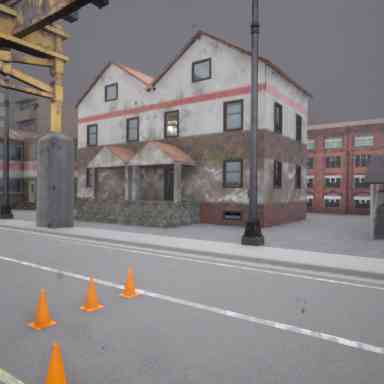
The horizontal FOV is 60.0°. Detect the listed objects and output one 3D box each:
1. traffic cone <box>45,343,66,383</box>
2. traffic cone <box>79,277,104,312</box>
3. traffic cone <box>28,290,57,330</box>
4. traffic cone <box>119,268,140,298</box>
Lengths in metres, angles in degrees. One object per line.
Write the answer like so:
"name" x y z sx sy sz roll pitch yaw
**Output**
"traffic cone" -1.492 1.952 3.636 0.340 0.580 0.340 0 0 36
"traffic cone" -1.943 1.949 6.428 0.340 0.580 0.340 0 0 36
"traffic cone" -2.528 1.949 5.617 0.340 0.580 0.340 0 0 36
"traffic cone" -1.358 1.949 7.239 0.340 0.580 0.340 0 0 36
